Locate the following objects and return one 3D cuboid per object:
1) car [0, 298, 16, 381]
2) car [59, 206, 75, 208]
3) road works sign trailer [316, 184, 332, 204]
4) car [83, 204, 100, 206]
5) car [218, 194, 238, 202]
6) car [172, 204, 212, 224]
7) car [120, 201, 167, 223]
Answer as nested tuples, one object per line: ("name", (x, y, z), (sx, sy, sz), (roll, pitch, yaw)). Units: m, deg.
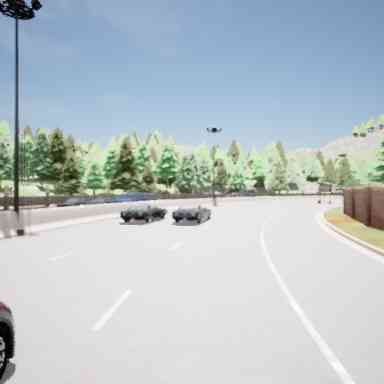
("car", (-3.262, 1.335, 2.271), (2.097, 1.767, 4.553), (0, 0, 2))
("car", (-13.529, 1.398, 39.064), (2.033, 1.411, 5.357), (0, 0, 21))
("road works sign trailer", (24.311, 0.362, 60.500), (2.880, 3.560, 2.380), (0, 0, -43))
("car", (-10.259, 1.357, 37.644), (2.128, 1.511, 4.902), (0, 0, 22))
("car", (8.096, 1.279, 73.659), (1.882, 1.535, 5.008), (0, 0, 42))
("car", (0.127, 1.532, 24.236), (1.895, 1.301, 4.718), (0, 0, 16))
("car", (-3.410, 1.521, 24.505), (1.895, 1.301, 4.718), (0, 0, 15))
